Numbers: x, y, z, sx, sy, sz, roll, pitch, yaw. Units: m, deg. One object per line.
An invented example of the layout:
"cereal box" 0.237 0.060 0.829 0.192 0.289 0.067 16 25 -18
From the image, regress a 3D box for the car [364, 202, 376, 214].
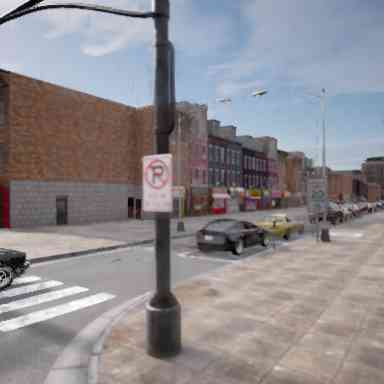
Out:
"car" 24.141 2.170 46.777 1.967 1.590 4.097 -2 -2 35

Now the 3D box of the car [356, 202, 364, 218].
"car" 17.764 2.023 37.516 1.967 1.590 4.097 -2 -2 35

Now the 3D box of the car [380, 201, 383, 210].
"car" 33.707 2.519 60.664 2.008 1.369 4.403 -2 -2 35

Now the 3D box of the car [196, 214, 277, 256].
"car" 1.823 1.815 14.360 1.947 1.339 4.313 -1 -1 35

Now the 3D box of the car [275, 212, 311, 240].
"car" 5.108 1.841 19.132 1.752 1.417 4.829 -1 -1 35

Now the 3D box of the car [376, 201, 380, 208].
"car" 27.330 2.358 51.403 2.008 1.369 4.403 -2 -2 35

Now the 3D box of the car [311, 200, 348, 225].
"car" 11.386 1.759 28.258 2.192 1.841 5.009 -2 -2 35

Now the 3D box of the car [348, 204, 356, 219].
"car" 14.673 2.040 33.023 1.752 1.417 4.829 -2 -2 35

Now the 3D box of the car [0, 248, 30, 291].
"car" -6.218 1.730 7.310 1.895 1.301 4.718 -1 -2 34

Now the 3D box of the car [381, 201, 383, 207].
"car" 46.460 2.888 79.181 1.947 1.339 4.313 -2 -2 35
